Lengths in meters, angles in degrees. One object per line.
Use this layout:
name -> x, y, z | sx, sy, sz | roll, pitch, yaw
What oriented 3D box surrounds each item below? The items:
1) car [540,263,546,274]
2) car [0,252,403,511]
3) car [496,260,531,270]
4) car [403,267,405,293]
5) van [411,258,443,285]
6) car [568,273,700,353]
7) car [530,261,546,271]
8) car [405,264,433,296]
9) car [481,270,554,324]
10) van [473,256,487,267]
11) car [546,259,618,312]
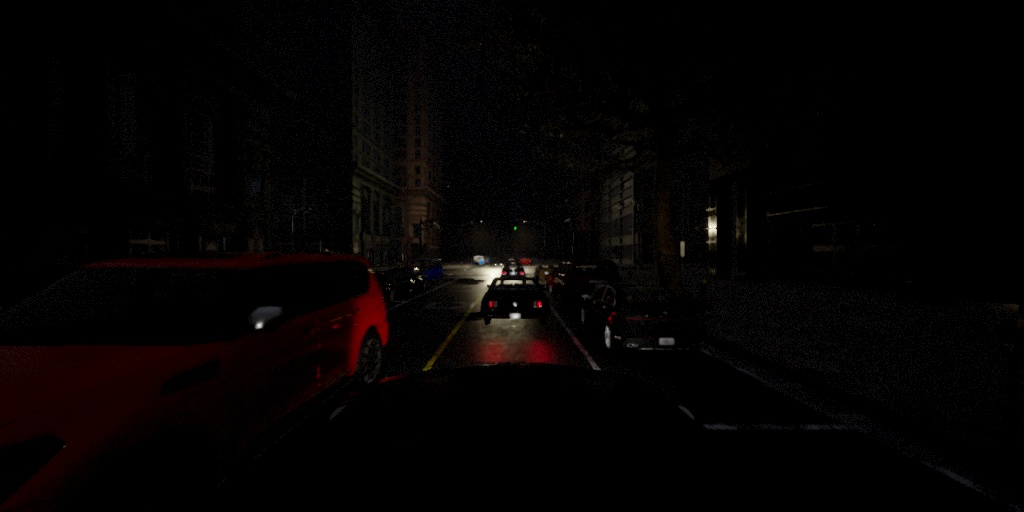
car -> 2.748, 1.238, 19.147 | 1.888, 1.381, 4.507 | 0, 0, 0
car -> -3.102, 0.964, 3.737 | 2.150, 2.045, 5.566 | 0, 0, 0
car -> 0.078, 1.216, 27.178 | 2.033, 1.411, 5.357 | 0, 0, 0
car -> -5.773, 1.255, 13.496 | 1.888, 1.381, 4.507 | 0, 0, 0
van -> -5.782, 1.017, 24.322 | 1.690, 1.789, 3.998 | 0, 0, 0
car -> 2.757, 1.277, 8.569 | 2.007, 1.370, 4.403 | 0, 0, 0
car -> 2.745, 1.186, 29.897 | 1.751, 1.417, 4.829 | 0, 0, 0
car -> -5.777, 1.259, 18.909 | 1.948, 1.339, 4.313 | 0, 0, 0
car -> 0.092, 1.316, 11.821 | 1.895, 1.301, 4.718 | 0, 0, 0
van -> -5.829, 0.914, 62.305 | 1.690, 1.789, 3.998 | 0, 0, 0
car -> 2.752, 1.024, 13.858 | 2.192, 1.841, 5.009 | 0, 0, 0
